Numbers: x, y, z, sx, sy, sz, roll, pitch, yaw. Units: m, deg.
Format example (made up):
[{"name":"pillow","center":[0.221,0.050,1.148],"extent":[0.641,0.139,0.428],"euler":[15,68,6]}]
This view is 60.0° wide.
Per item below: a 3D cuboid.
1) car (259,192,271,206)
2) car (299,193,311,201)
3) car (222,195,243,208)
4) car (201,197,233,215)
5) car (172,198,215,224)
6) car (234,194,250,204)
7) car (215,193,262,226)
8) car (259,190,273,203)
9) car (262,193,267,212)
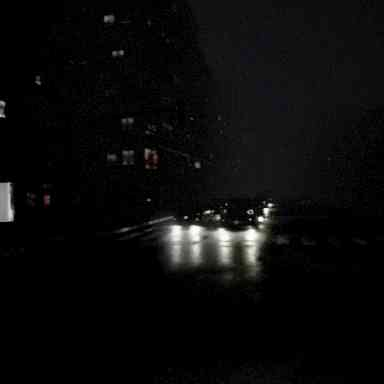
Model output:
[{"name":"car","center":[8.164,1.066,40.023],"extent":[1.837,1.490,4.892],"euler":[-1,0,15]},{"name":"car","center":[20.241,0.847,59.592],"extent":[1.895,1.301,4.718],"euler":[-1,0,15]},{"name":"car","center":[5.063,1.161,41.000],"extent":[1.994,1.385,4.181],"euler":[-1,0,15]},{"name":"car","center":[2.517,1.253,31.560],"extent":[2.033,1.411,5.357],"euler":[-1,0,15]},{"name":"car","center":[0.127,1.373,22.647],"extent":[1.994,1.385,4.181],"euler":[-1,0,15]},{"name":"car","center":[7.644,1.015,50.442],"extent":[1.812,1.442,4.674],"euler":[-1,1,16]},{"name":"car","center":[3.103,1.131,21.216],"extent":[2.097,1.767,4.553],"euler":[-1,0,15]},{"name":"car","center":[11.367,0.648,51.686],"extent":[2.150,2.045,5.566],"euler":[-1,1,16]},{"name":"car","center":[5.499,1.153,30.127],"extent":[1.882,1.535,5.008],"euler":[-1,0,15]}]
